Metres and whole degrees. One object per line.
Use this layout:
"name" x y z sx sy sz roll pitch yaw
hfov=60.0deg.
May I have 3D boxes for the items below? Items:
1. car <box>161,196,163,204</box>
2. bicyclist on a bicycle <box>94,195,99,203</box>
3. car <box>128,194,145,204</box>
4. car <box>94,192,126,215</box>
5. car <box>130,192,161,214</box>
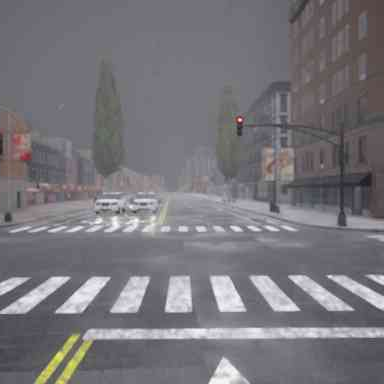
"car" -5.669 1.169 53.407 1.837 1.490 4.892 0 0 -3
"bicyclist on a bicycle" -10.614 1.212 37.219 0.582 1.620 1.656 0 1 -1
"car" -8.976 1.150 54.271 2.128 1.511 4.902 0 0 -3
"car" -7.677 1.013 31.709 2.150 2.045 5.566 0 0 -3
"car" -4.462 1.011 32.291 2.150 2.045 5.566 0 0 -3
